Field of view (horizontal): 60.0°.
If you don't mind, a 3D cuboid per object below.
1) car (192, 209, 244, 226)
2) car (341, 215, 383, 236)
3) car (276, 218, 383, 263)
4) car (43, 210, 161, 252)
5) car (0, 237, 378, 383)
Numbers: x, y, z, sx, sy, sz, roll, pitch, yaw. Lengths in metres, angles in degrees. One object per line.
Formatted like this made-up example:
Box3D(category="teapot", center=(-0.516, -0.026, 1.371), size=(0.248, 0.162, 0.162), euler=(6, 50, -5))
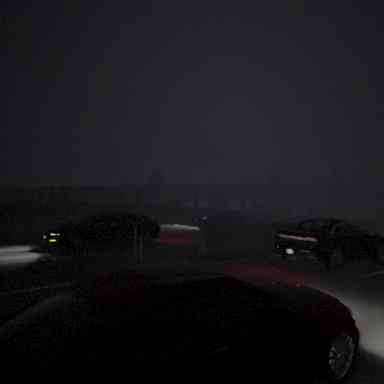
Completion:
Box3D(category="car", center=(2.224, 2.111, 27.014), size=(4.674, 1.442, 1.812), euler=(5, -3, -35))
Box3D(category="car", center=(17.171, 3.362, 33.307), size=(4.553, 1.767, 2.097), euler=(6, -4, -35))
Box3D(category="car", center=(4.975, 1.701, 11.593), size=(4.902, 1.511, 2.128), euler=(3, -2, -35))
Box3D(category="car", center=(-3.691, 1.546, 14.237), size=(4.892, 1.490, 1.837), euler=(1, -1, -35))
Box3D(category="car", center=(-0.030, 1.531, 3.724), size=(4.674, 1.442, 1.812), euler=(0, 0, -35))
